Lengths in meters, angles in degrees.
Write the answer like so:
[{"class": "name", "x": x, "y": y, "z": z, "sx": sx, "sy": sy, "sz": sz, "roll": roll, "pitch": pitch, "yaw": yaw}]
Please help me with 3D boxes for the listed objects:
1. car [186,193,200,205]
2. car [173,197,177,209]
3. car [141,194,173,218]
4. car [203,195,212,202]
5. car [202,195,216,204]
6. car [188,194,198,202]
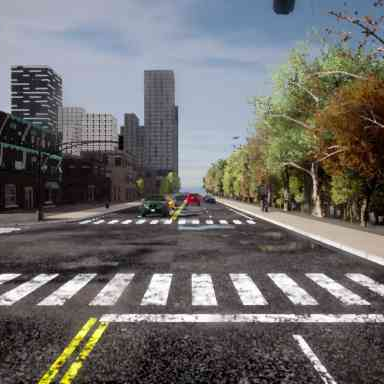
[{"class": "car", "x": 0.207, "y": 1.200, "z": 57.147, "sx": 2.150, "sy": 2.045, "sz": 5.566, "roll": 0, "pitch": 0, "yaw": 0}, {"class": "car", "x": -3.259, "y": 1.463, "z": 42.223, "sx": 1.882, "sy": 1.535, "sz": 5.008, "roll": 0, "pitch": 0, "yaw": 0}, {"class": "car", "x": -3.286, "y": 1.215, "z": 30.701, "sx": 2.150, "sy": 2.045, "sz": 5.566, "roll": 0, "pitch": 0, "yaw": 0}, {"class": "car", "x": 3.388, "y": 1.471, "z": 73.092, "sx": 1.837, "sy": 1.490, "sz": 4.892, "roll": 0, "pitch": 0, "yaw": 0}, {"class": "car", "x": 3.470, "y": 1.540, "z": 63.136, "sx": 1.994, "sy": 1.385, "sz": 4.181, "roll": 0, "pitch": 0, "yaw": 0}, {"class": "car", "x": 0.149, "y": 1.325, "z": 72.789, "sx": 2.097, "sy": 1.767, "sz": 4.553, "roll": 0, "pitch": 0, "yaw": 0}]
